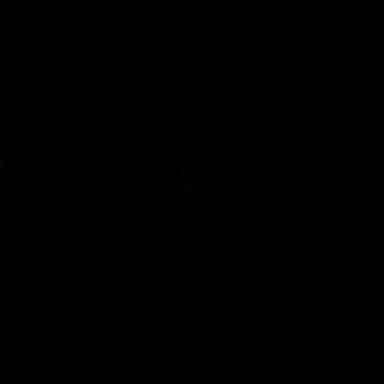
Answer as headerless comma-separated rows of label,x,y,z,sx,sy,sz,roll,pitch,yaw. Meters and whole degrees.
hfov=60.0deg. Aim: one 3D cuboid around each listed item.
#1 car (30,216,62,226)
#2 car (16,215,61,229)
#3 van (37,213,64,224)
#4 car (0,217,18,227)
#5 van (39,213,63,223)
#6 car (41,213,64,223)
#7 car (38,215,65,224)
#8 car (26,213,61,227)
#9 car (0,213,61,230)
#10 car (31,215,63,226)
car,-23.568,4.647,53.982,4.674,1.452,2.002,-1,-3,-20
car,-18.848,3.713,41.070,4.792,1.488,2.163,-1,-4,-20
van,-26.288,4.892,61.786,4.442,1.987,1.878,-1,-3,-20
car,-29.118,4.753,53.031,1.882,1.535,5.008,-1,-3,-20
van,-29.328,5.373,69.465,4.442,1.987,1.878,-1,-3,-20
car,-30.127,5.619,72.093,4.553,1.767,2.185,-1,-3,-20
car,-28.276,5.443,66.904,4.892,1.521,2.231,-1,-3,-20
car,-21.726,4.125,48.807,4.553,1.767,2.185,-1,-3,-20
car,-16.069,3.091,33.317,4.892,1.521,2.231,-1,-4,-20
car,-24.539,4.813,56.558,4.792,1.488,2.163,-1,-3,-20
